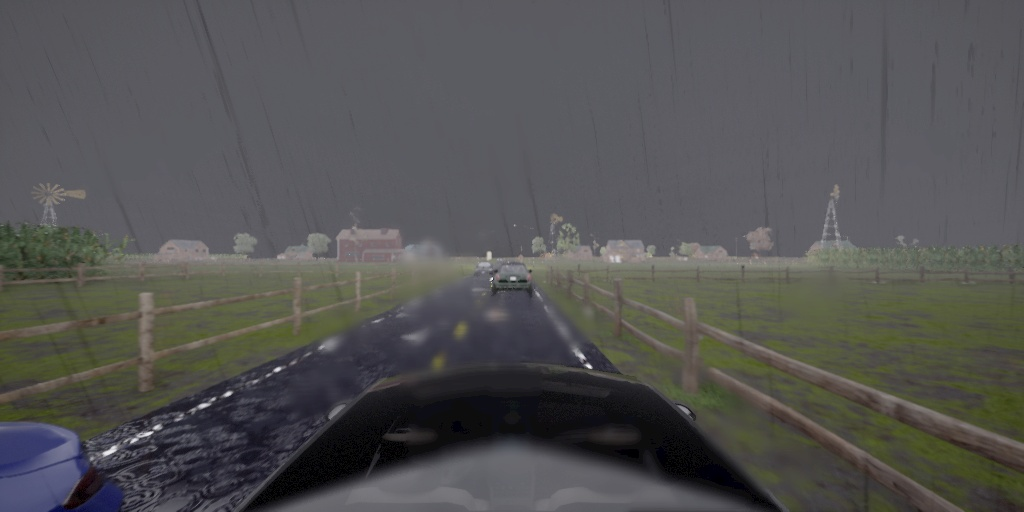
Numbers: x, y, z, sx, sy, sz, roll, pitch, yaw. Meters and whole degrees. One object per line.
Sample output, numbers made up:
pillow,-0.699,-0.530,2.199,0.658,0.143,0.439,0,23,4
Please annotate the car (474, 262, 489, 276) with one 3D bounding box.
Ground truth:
car,-2.837,1.337,37.594,1.812,1.442,4.674,0,0,0

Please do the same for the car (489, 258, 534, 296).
car,0.070,1.133,19.812,2.097,1.767,4.553,0,0,0
